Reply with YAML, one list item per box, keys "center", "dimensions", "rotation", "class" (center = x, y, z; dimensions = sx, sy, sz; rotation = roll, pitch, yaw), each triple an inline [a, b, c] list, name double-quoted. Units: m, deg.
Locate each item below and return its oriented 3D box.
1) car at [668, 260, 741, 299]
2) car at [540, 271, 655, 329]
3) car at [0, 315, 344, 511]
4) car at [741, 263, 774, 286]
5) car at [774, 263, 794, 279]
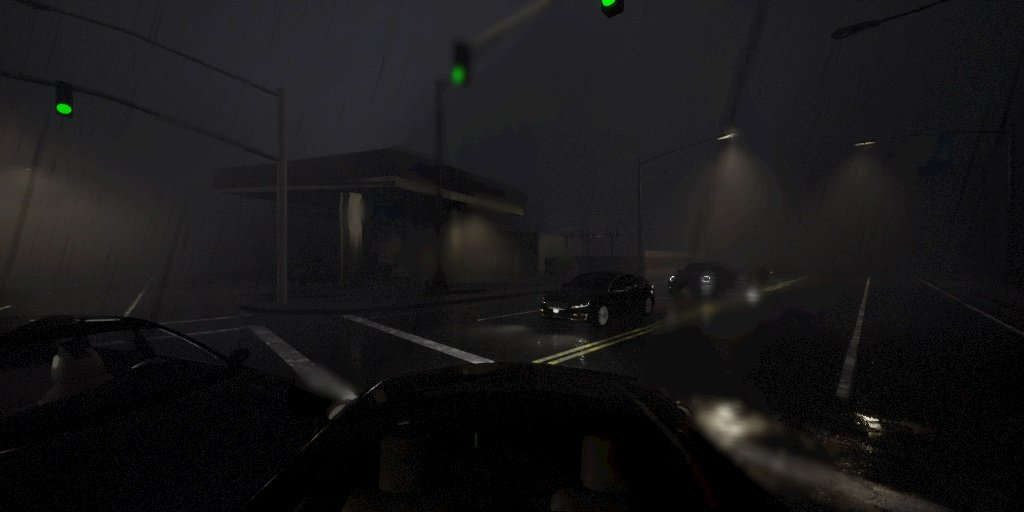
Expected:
- center: [9.775, 1.102, 18.375]
  dimensions: [4.553, 1.767, 2.097]
  rotation: [0, 0, -45]
  class: "car"
- center: [2.916, 1.255, 11.550]
  dimensions: [1.837, 1.490, 4.892]
  rotation: [0, 0, 45]
  class: "car"
- center: [-3.413, 1.242, 2.551]
  dimensions: [4.902, 1.511, 2.128]
  rotation: [0, 0, 15]
  class: "car"
- center: [16.722, 1.314, 25.265]
  dimensions: [1.994, 1.385, 4.181]
  rotation: [0, 0, 44]
  class: "car"
- center: [23.877, 1.314, 32.297]
  dimensions: [4.181, 1.385, 1.994]
  rotation: [0, 0, -44]
  class: "car"
